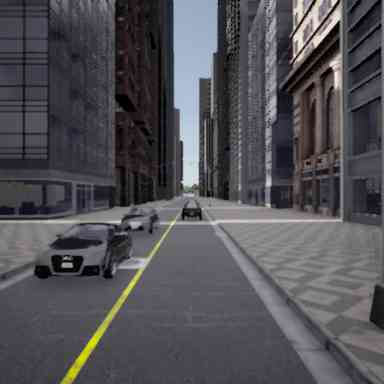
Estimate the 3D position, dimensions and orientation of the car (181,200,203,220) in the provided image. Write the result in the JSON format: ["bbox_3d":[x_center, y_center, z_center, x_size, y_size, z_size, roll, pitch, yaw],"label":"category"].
[{"bbox_3d":[-0.006,1.747,31.351,1.882,1.535,5.008,0,-1,0],"label":"car"}]

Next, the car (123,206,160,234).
[{"bbox_3d":[-3.091,1.667,20.607,2.128,1.511,4.902,0,0,0],"label":"car"}]

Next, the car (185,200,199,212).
[{"bbox_3d":[0.027,1.904,45.603,1.837,1.490,4.892,0,0,1],"label":"car"}]

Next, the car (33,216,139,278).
[{"bbox_3d":[-3.094,1.651,10.271,1.994,1.385,4.181,0,0,0],"label":"car"}]
